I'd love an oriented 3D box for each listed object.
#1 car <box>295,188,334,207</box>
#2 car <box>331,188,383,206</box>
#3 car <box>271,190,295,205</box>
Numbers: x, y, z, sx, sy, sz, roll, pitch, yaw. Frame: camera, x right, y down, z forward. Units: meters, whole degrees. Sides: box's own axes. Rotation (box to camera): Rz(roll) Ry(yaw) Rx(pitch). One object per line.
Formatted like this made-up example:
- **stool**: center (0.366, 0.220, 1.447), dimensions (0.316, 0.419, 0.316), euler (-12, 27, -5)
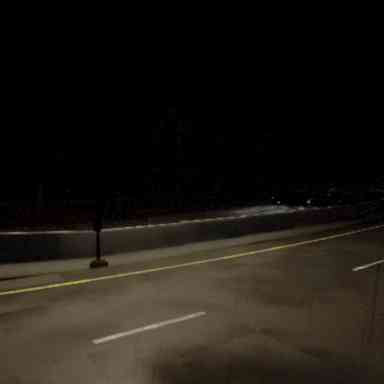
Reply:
- **car**: center (11.887, 0.403, 29.658), dimensions (4.902, 1.511, 2.128), euler (-5, 3, -35)
- **car**: center (13.929, 0.458, 26.821), dimensions (5.357, 1.411, 2.033), euler (-5, 3, -35)
- **car**: center (9.906, 0.509, 32.546), dimensions (4.718, 1.301, 1.895), euler (-5, 3, -35)
